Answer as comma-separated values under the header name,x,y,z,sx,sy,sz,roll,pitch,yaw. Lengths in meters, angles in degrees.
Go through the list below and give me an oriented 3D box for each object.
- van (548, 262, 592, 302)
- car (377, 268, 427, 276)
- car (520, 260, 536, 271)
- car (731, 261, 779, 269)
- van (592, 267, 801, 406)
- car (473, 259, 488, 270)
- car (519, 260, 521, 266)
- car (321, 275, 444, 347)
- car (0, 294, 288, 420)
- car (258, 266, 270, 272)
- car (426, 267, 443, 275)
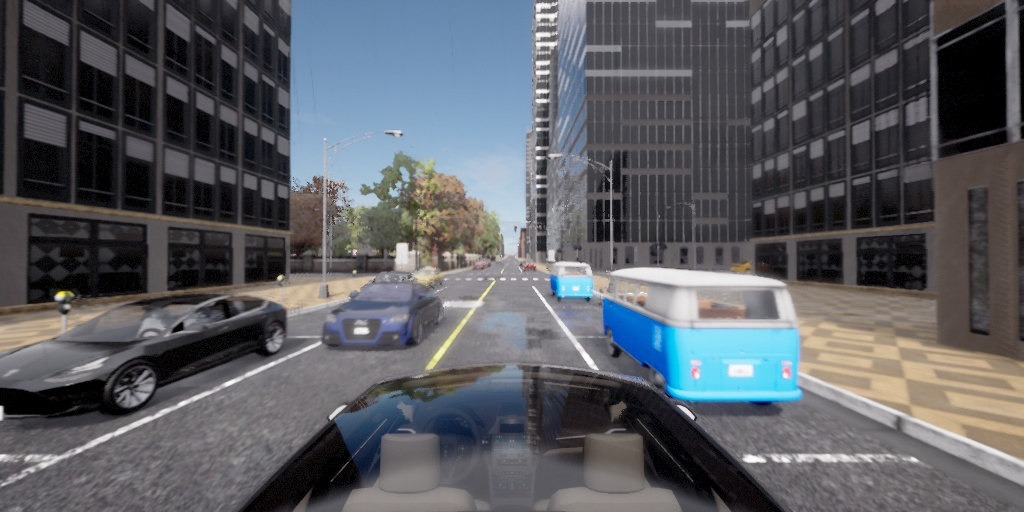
name,x,y,z,sx,sy,sz,roll,pitch,yaw
van,2.771,1.194,17.462,1.690,1.789,3.998,0,0,0
car,-5.772,1.420,17.461,1.948,1.339,4.313,0,0,0
car,2.688,1.525,55.587,1.967,1.591,4.097,0,0,0
car,26.130,1.253,38.301,5.008,1.535,1.882,0,-1,1
van,2.690,1.122,6.065,1.690,1.789,3.998,0,0,0
car,-5.693,1.665,61.265,1.888,1.381,4.507,0,0,0
car,2.687,1.685,61.268,1.948,1.339,4.313,0,0,0
car,-3.099,1.368,9.367,1.994,1.385,4.181,0,0,0
car,-5.691,1.348,6.063,1.948,1.339,4.313,0,0,0
car,-29.378,1.431,39.466,5.008,1.535,1.882,0,-1,1
car,-5.821,1.424,24.695,1.751,1.417,4.829,0,0,0
